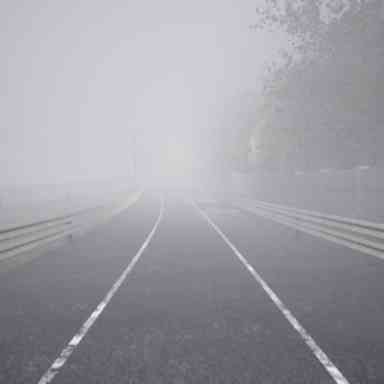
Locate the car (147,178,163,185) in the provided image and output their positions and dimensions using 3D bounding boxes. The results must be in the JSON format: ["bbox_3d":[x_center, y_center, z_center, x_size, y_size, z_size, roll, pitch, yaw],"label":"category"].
[{"bbox_3d":[-10.055,-2.572,87.195,1.895,1.301,4.718,1,4,19],"label":"car"}]

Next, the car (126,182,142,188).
[{"bbox_3d":[-12.152,-1.467,70.744,2.128,1.511,4.902,1,4,19],"label":"car"}]
